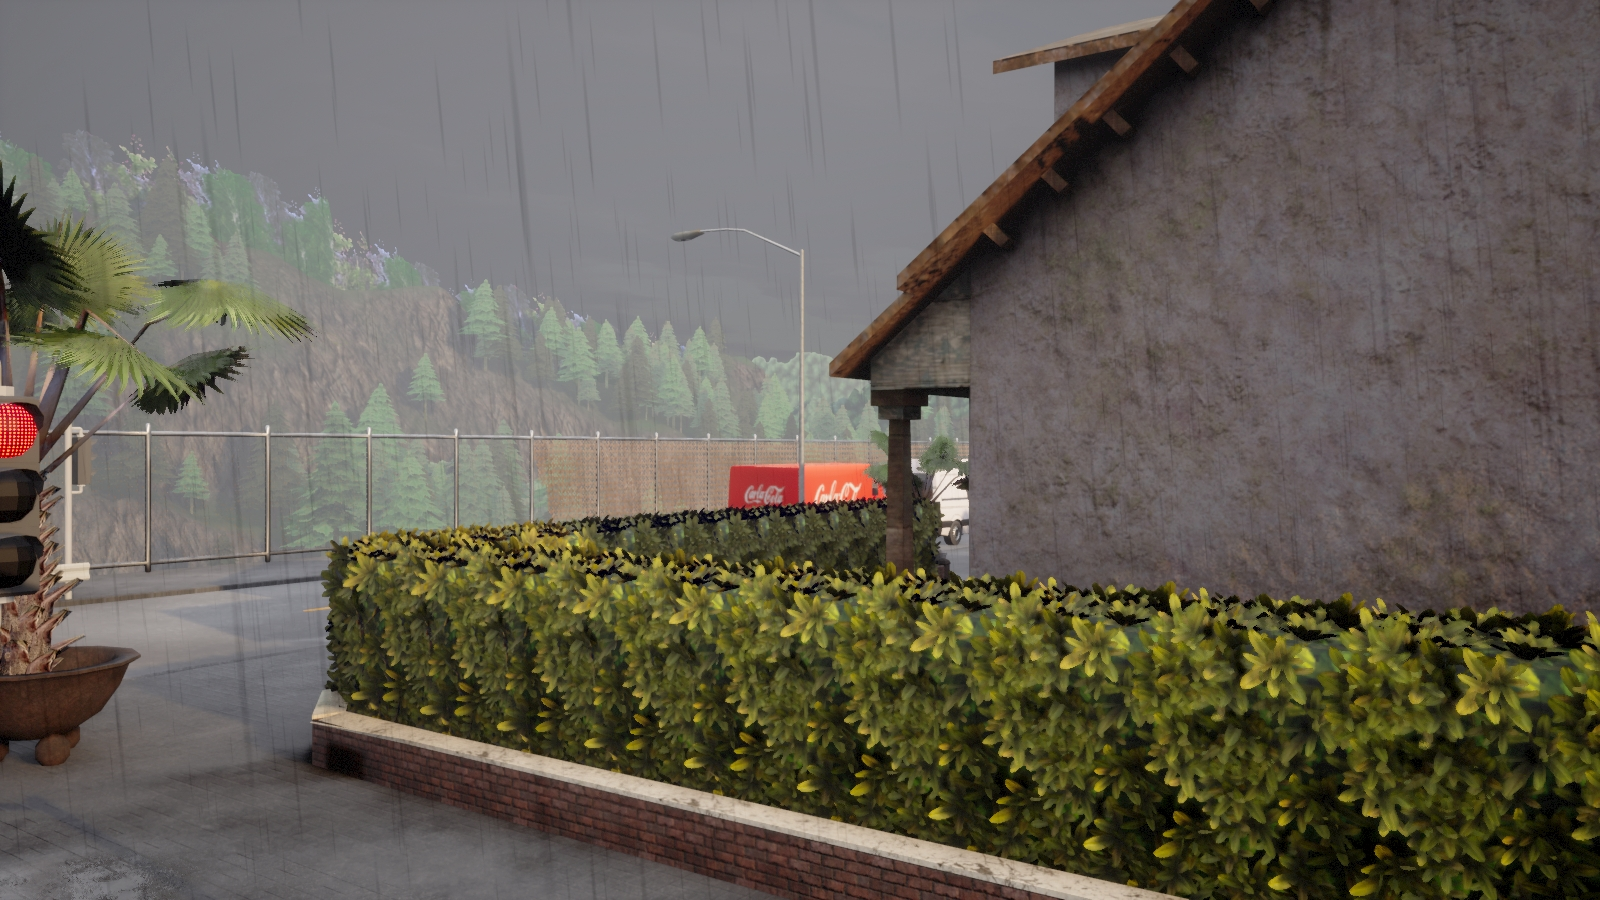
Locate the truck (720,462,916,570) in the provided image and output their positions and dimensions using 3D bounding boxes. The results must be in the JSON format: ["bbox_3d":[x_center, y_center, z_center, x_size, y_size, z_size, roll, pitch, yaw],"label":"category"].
[{"bbox_3d":[0.584,1.568,29.600,2.627,2.467,5.204,0,0,35],"label":"truck"}]
